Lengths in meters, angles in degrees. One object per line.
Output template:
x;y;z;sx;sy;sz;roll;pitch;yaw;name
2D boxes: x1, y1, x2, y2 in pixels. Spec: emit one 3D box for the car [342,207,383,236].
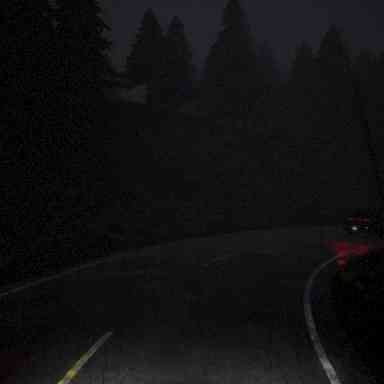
9.859;1.529;17.146;4.902;1.511;2.128;0;0;-31;car
